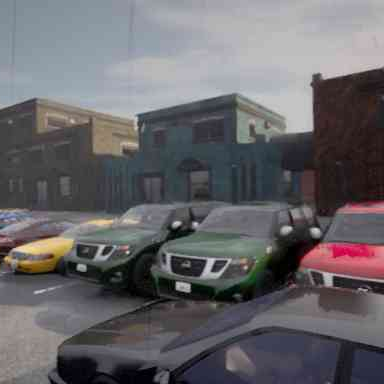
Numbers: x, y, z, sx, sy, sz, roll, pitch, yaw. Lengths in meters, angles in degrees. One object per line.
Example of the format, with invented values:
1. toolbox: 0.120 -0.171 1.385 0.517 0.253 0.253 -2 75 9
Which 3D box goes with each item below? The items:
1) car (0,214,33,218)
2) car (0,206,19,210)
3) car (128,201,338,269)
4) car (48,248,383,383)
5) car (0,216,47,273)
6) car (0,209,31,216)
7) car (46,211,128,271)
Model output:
1. car: -5.265 1.681 12.707 2.002 1.452 4.674 -1 -1 35
2. car: -9.735 1.625 15.937 2.185 1.767 4.553 -1 -1 35
3. car: 1.446 1.261 7.888 2.435 2.045 5.566 -1 -1 35
4. car: 1.152 1.551 2.556 5.357 1.411 2.033 -1 0 36
5. car: -3.127 1.588 10.957 1.946 1.575 5.366 -1 -1 35
6. car: -7.509 1.693 14.305 2.097 1.535 5.008 -1 -1 35
7. car: -0.798 1.298 9.489 2.435 2.045 5.566 -1 -1 35
